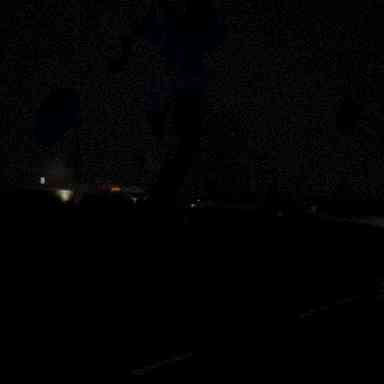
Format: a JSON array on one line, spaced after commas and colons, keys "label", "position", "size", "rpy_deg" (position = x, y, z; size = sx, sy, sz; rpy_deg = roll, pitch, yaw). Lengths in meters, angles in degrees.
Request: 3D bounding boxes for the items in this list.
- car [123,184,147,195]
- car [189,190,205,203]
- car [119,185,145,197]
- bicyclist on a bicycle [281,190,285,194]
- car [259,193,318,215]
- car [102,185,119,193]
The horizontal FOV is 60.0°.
[{"label": "car", "position": [-9.499, -0.450, 54.879], "size": [2.097, 1.767, 4.553], "rpy_deg": [0, 2, -36]}, {"label": "car", "position": [-0.815, 0.419, 37.590], "size": [2.033, 1.411, 5.357], "rpy_deg": [0, 2, -36]}, {"label": "car", "position": [-8.463, -0.075, 48.400], "size": [1.812, 1.442, 4.674], "rpy_deg": [0, 2, -35]}, {"label": "bicyclist on a bicycle", "position": [9.199, 0.665, 33.841], "size": [1.656, 1.620, 0.582], "rpy_deg": [0, 2, -35]}, {"label": "car", "position": [7.463, 0.889, 25.959], "size": [2.128, 1.511, 4.902], "rpy_deg": [0, 2, -35]}, {"label": "car", "position": [-15.413, -0.662, 63.177], "size": [1.882, 1.535, 5.008], "rpy_deg": [0, 2, -36]}]
